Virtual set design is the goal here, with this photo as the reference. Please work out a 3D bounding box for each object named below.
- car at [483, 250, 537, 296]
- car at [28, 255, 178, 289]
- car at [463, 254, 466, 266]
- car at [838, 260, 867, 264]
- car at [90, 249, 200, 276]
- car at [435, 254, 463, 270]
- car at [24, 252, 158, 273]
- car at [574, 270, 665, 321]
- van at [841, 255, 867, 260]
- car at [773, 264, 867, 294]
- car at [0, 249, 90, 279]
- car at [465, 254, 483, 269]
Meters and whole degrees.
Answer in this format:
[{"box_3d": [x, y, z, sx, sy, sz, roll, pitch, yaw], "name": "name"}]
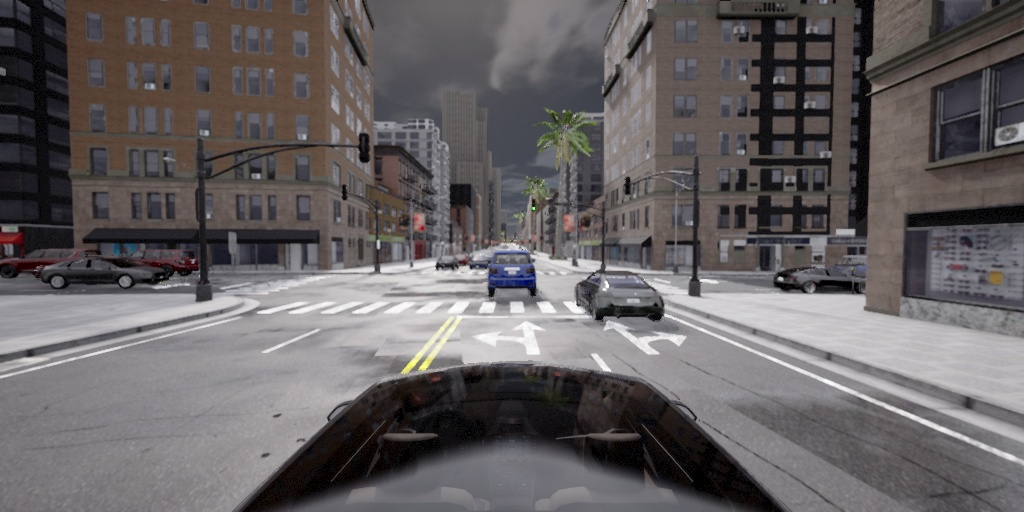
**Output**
[{"box_3d": [-0.008, 0.731, 17.647, 2.150, 2.045, 5.566, 0, 1, 0], "name": "car"}, {"box_3d": [-20.969, 0.854, 18.616, 4.892, 1.490, 1.837, 0, 2, -9], "name": "car"}, {"box_3d": [-6.838, 0.491, 47.630, 1.882, 1.535, 5.008, 0, 1, 0], "name": "car"}, {"box_3d": [20.907, 1.182, 21.512, 5.357, 1.411, 2.033, 0, 2, 1], "name": "car"}, {"box_3d": [-24.027, 0.480, 23.993, 5.009, 1.841, 2.192, 0, 0, -9], "name": "car"}, {"box_3d": [-6.810, 0.644, 38.116, 1.882, 1.535, 5.008, 0, 1, 0], "name": "car"}, {"box_3d": [-24.710, 0.713, 21.298, 5.008, 1.535, 1.882, 0, 2, -9], "name": "car"}, {"box_3d": [3.289, 1.154, 11.713, 1.994, 1.385, 4.181, 0, 1, 0], "name": "car"}, {"box_3d": [27.097, 0.851, 27.278, 3.998, 1.789, 1.690, 0, 0, 0], "name": "van"}, {"box_3d": [16.108, 1.246, 18.749, 4.313, 1.339, 1.948, 0, 0, 0], "name": "car"}, {"box_3d": [-29.468, 0.451, 23.137, 5.009, 1.841, 2.192, 0, 0, -9], "name": "car"}, {"box_3d": [-3.571, 0.690, 39.687, 2.033, 1.411, 5.357, 0, 1, 0], "name": "car"}]
